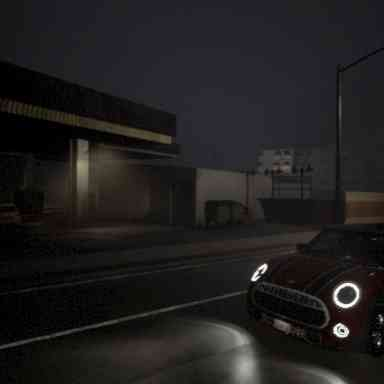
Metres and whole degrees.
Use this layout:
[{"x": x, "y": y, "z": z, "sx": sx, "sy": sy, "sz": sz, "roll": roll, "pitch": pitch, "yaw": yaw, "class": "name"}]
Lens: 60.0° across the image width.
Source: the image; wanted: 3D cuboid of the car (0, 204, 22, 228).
[{"x": -12.004, "y": 1.489, "z": 21.035, "sx": 1.970, "sy": 1.475, "sz": 3.806, "roll": 1, "pitch": -1, "yaw": -34, "class": "car"}]

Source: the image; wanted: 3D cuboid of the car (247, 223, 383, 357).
[{"x": 3.172, "y": 1.427, "z": 6.283, "sx": 4.553, "sy": 1.767, "sz": 2.097, "roll": 1, "pitch": 0, "yaw": -36, "class": "car"}]
